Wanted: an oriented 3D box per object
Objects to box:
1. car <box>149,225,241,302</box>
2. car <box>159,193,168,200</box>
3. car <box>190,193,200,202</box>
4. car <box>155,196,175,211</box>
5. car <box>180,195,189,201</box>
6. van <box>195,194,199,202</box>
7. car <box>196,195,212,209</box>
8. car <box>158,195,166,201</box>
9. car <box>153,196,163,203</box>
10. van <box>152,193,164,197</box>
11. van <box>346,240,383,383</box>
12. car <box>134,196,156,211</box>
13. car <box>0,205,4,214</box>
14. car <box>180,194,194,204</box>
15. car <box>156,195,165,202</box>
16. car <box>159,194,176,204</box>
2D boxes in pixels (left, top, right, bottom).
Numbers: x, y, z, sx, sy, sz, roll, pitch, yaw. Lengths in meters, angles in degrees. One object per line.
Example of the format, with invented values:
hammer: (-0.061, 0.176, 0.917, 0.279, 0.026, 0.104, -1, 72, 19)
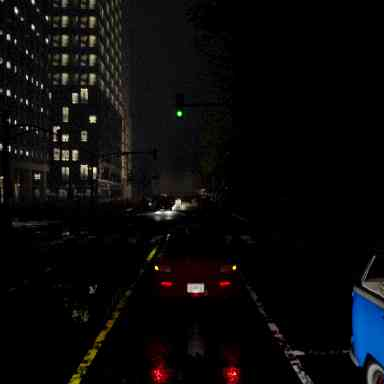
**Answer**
car: (0.050, 1.525, 8.166, 1.812, 1.442, 4.674, 0, 0, 0)
car: (-8.106, 1.252, 95.169, 2.192, 1.841, 5.009, 0, 0, -3)
car: (0.714, 1.271, 78.921, 2.192, 1.841, 5.009, 0, 0, -3)
car: (-3.420, 1.551, 40.407, 1.994, 1.385, 4.181, 0, 0, -3)
car: (-1.950, 1.479, 81.090, 2.128, 1.511, 4.902, 0, 0, -3)
van: (1.732, 1.322, 51.209, 1.690, 1.788, 3.998, 0, 0, -2)
car: (1.884, 1.510, 45.837, 1.752, 1.417, 4.829, 0, 0, -2)
car: (-7.555, 1.532, 84.089, 1.802, 1.307, 4.206, 0, 0, -3)
car: (-6.848, 1.513, 67.458, 1.887, 1.381, 4.507, 0, 0, -2)
van: (-6.645, 1.314, 61.915, 1.690, 1.788, 3.998, 0, 0, -2)
van: (2.558, 1.341, 2.122, 1.690, 1.788, 3.998, 0, 0, 0)
car: (-5.845, 1.539, 39.744, 2.008, 1.369, 4.403, 0, 0, -1)
car: (-18.229, 1.377, 28.480, 4.206, 1.307, 1.802, 1, 0, 3)
car: (-1.127, 1.449, 63.027, 1.882, 1.535, 5.008, 0, 0, -2)
car: (-7.302, 1.501, 78.544, 1.887, 1.381, 4.507, 0, 0, -2)
car: (-3.665, 1.486, 50.442, 1.837, 1.490, 4.892, 0, 0, -1)
